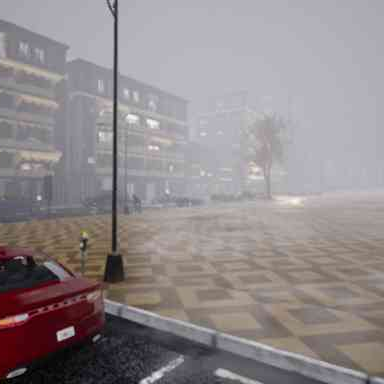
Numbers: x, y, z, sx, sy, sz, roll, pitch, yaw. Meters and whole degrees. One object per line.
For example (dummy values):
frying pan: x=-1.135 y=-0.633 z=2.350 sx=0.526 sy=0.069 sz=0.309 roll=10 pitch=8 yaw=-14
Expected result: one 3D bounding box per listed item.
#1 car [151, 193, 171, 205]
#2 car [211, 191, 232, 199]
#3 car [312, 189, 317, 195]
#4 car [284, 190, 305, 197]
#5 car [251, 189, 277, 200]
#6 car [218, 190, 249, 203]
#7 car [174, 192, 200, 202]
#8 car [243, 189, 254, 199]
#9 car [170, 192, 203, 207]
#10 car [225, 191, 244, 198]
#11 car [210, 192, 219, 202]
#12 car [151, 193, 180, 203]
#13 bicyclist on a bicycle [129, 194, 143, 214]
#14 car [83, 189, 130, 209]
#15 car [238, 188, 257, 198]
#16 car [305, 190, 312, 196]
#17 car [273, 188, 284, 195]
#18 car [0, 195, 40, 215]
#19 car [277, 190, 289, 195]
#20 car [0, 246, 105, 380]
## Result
car: x=-3.493 y=0.894 z=44.967 sx=1.812 sy=1.442 sz=4.674 roll=1 pitch=1 yaw=35
car: x=5.637 y=0.601 z=62.677 sx=1.947 sy=1.339 sz=4.313 roll=2 pitch=2 yaw=35
car: x=31.567 y=0.044 z=85.354 sx=1.967 sy=1.590 sz=4.097 roll=2 pitch=2 yaw=35
car: x=22.045 y=0.411 z=71.630 sx=2.008 sy=1.369 sz=4.403 roll=2 pitch=2 yaw=35
car: x=12.621 y=0.640 z=58.040 sx=1.752 sy=1.417 sz=4.829 roll=2 pitch=2 yaw=35
car: x=6.176 y=0.841 z=48.749 sx=2.008 sy=1.369 sz=4.403 roll=2 pitch=2 yaw=35
car: x=-0.710 y=0.759 z=53.524 sx=2.008 sy=1.369 sz=4.403 roll=2 pitch=2 yaw=35
car: x=10.584 y=0.588 z=59.844 sx=1.837 sy=1.490 sz=4.892 roll=1 pitch=1 yaw=35
car: x=-0.172 y=1.015 z=39.596 sx=2.008 sy=1.369 sz=4.403 roll=2 pitch=2 yaw=35
car: x=8.715 y=0.477 z=67.112 sx=1.752 sy=1.417 sz=4.829 roll=2 pitch=2 yaw=35
car: x=4.708 y=0.722 z=51.283 sx=1.882 sy=1.535 sz=5.008 roll=1 pitch=1 yaw=35
car: x=-3.884 y=0.861 z=48.949 sx=1.947 sy=1.339 sz=4.313 roll=2 pitch=2 yaw=35
bicyclist on a bicycle: x=-4.747 y=0.986 z=27.843 sx=1.656 sy=1.620 sz=0.582 roll=0 pitch=1 yaw=35
car: x=-9.300 y=0.749 z=36.609 sx=2.150 sy=2.045 sz=5.566 roll=1 pitch=1 yaw=35
car: x=11.988 y=0.179 z=71.823 sx=2.192 sy=1.841 sz=5.009 roll=2 pitch=2 yaw=35
car: x=25.218 y=0.325 z=76.204 sx=2.008 sy=1.369 sz=4.403 roll=2 pitch=2 yaw=35
car: x=21.509 y=-0.078 z=85.550 sx=2.192 sy=1.841 sz=5.009 roll=2 pitch=2 yaw=35
car: x=-15.324 y=1.046 z=27.912 sx=2.097 sy=1.767 sz=4.553 roll=1 pitch=1 yaw=37
car: x=24.680 y=0.067 z=90.133 sx=1.887 sy=1.381 sz=4.507 roll=2 pitch=2 yaw=35
car: x=-3.306 y=1.535 z=5.229 sx=4.507 sy=1.381 sz=1.887 roll=0 pitch=1 yaw=36
